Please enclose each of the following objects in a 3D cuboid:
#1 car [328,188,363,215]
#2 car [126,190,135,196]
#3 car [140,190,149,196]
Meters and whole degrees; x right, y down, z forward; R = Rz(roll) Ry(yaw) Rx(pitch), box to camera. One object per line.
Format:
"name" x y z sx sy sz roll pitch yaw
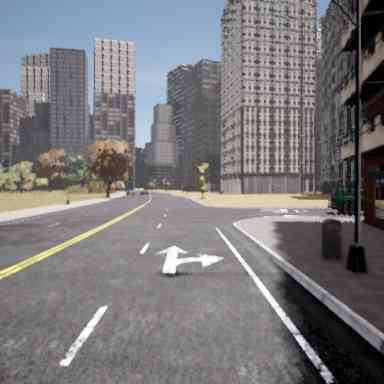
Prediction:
"car" 13.740 0.716 26.281 5.566 2.045 2.150 0 1 13
"car" -14.572 0.183 79.067 2.128 1.511 4.902 0 1 -7
"car" -11.345 0.201 79.459 1.994 1.385 4.181 0 1 -7
